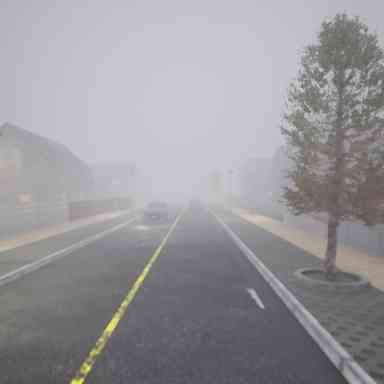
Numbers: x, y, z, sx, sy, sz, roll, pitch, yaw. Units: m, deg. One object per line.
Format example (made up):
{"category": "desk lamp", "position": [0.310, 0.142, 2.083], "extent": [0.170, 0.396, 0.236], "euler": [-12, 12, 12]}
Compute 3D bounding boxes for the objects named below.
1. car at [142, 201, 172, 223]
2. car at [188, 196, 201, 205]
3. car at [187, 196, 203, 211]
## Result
{"category": "car", "position": [-2.658, 1.478, 25.970], "extent": [1.882, 1.535, 5.008], "euler": [0, 0, 0]}
{"category": "car", "position": [0.469, 1.486, 60.138], "extent": [2.128, 1.511, 4.902], "euler": [0, 0, 0]}
{"category": "car", "position": [0.397, 1.549, 39.754], "extent": [2.033, 1.411, 5.357], "euler": [0, 0, 0]}
